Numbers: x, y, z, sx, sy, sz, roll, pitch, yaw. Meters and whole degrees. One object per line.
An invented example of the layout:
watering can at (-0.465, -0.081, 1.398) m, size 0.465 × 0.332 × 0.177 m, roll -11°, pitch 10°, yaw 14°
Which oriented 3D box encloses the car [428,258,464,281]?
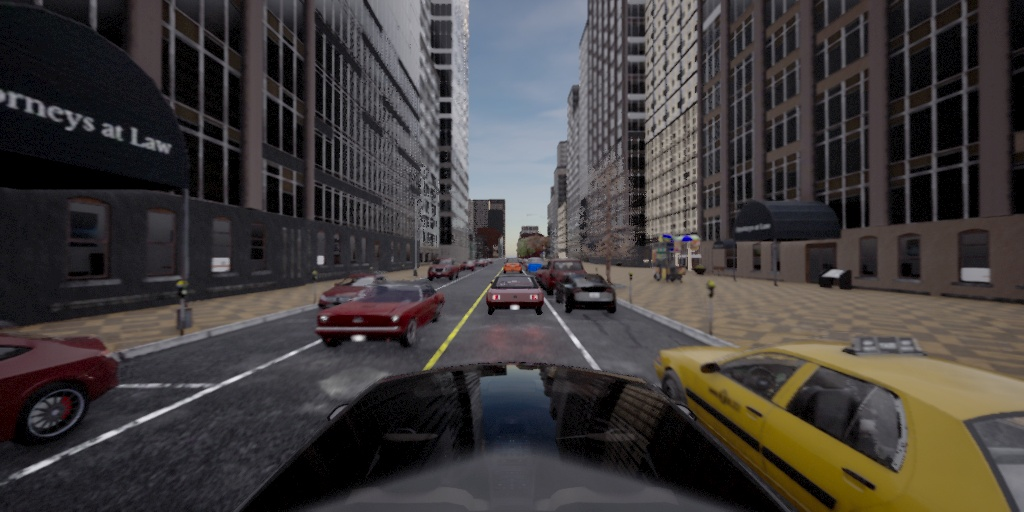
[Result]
car at (-5.696, 1.071, 30.394) m, size 2.192 × 1.841 × 5.009 m, roll 0°, pitch 0°, yaw 0°

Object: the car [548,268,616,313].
car at (2.688, 1.319, 13.779) m, size 1.948 × 1.339 × 4.313 m, roll 0°, pitch 0°, yaw 0°

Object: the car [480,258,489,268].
car at (-5.703, 1.307, 63.630) m, size 1.888 × 1.381 × 4.507 m, roll 0°, pitch 0°, yaw 0°

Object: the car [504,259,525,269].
car at (0.090, 1.110, 42.294) m, size 2.097 × 1.767 × 4.553 m, roll 0°, pitch 0°, yaw 0°

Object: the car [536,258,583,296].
car at (2.687, 1.069, 19.318) m, size 2.192 × 1.841 × 5.009 m, roll 0°, pitch 0°, yaw 0°

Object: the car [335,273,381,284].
car at (-5.692, 1.335, 13.776) m, size 1.802 × 1.307 × 4.207 m, roll 0°, pitch 0°, yaw 0°

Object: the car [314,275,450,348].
car at (-3.081, 1.353, 9.415) m, size 1.895 × 1.301 × 4.718 m, roll 0°, pitch 0°, yaw 0°

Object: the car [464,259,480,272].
car at (-5.700, 1.304, 47.012) m, size 1.888 × 1.381 × 4.507 m, roll 0°, pitch 0°, yaw 0°

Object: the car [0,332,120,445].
car at (-5.690, 1.332, 2.698) m, size 1.802 × 1.307 × 4.207 m, roll 0°, pitch 0°, yaw 0°

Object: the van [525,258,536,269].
van at (2.682, 1.099, 41.475) m, size 1.690 × 1.789 × 3.998 m, roll 0°, pitch 0°, yaw 0°

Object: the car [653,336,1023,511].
car at (2.691, 1.276, 2.870) m, size 1.751 × 1.417 × 4.829 m, roll 0°, pitch 0°, yaw 0°

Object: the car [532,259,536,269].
car at (2.685, 1.195, 24.857) m, size 1.967 × 1.591 × 4.097 m, roll 0°, pitch 0°, yaw 0°

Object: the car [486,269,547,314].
car at (0.097, 1.354, 13.716) m, size 1.895 × 1.301 × 4.718 m, roll 0°, pitch 0°, yaw 0°
